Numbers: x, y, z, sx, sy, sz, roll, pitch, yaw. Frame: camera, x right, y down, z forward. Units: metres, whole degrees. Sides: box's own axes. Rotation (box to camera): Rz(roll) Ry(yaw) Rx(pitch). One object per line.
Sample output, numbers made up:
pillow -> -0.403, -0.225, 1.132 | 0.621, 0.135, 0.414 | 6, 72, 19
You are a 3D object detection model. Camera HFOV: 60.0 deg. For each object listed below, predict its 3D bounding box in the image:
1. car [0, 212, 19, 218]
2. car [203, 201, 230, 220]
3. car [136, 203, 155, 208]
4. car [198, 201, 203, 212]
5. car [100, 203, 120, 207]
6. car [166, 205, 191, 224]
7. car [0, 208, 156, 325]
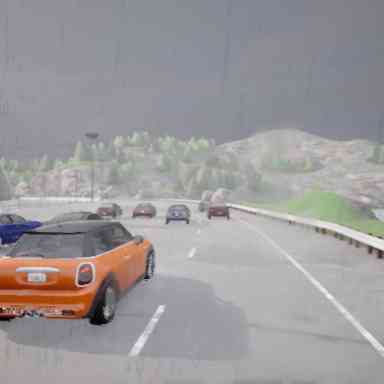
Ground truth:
car -> -8.616, 1.645, 14.874 | 1.882, 1.535, 5.008 | 0, 0, 4
car -> 2.331, 1.671, 30.926 | 1.882, 1.535, 5.008 | 0, -1, -1
car -> -4.711, 1.827, 33.339 | 1.994, 1.385, 4.181 | 0, 0, -1
car -> 1.845, 1.823, 42.574 | 2.033, 1.411, 5.357 | 0, 0, -4
car -> -8.191, 1.813, 32.986 | 1.812, 1.442, 4.674 | 0, 0, -1
car -> -1.110, 1.740, 27.034 | 2.033, 1.411, 5.357 | 0, 0, 0
car -> -2.277, 1.421, 7.515 | 2.097, 1.767, 4.553 | -1, 0, 6
